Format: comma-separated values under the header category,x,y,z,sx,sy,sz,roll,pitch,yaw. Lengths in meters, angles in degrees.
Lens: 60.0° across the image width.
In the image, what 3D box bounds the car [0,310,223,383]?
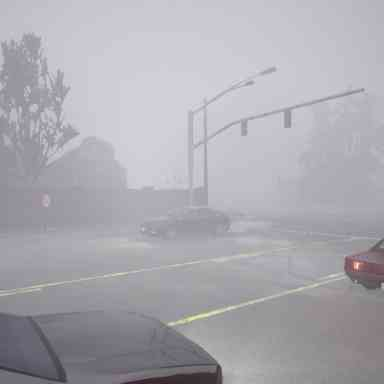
category,x,y,z,sx,sy,sz,roll,pitch,yaw
car,-2.258,1.547,2.127,5.357,1.411,2.033,0,0,-36

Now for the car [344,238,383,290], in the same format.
category,x,y,z,sx,sy,sz,roll,pitch,yaw
car,5.708,1.597,7.801,4.718,1.301,1.895,0,0,-35

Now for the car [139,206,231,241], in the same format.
category,x,y,z,sx,sy,sz,roll,pitch,yaw
car,-0.242,1.505,16.649,4.892,1.490,1.837,0,0,-35
